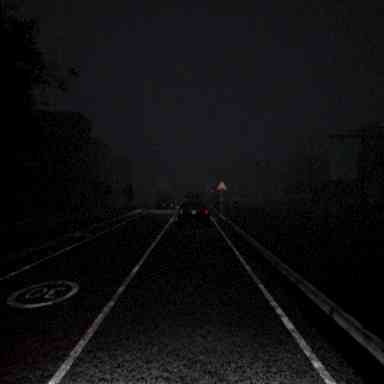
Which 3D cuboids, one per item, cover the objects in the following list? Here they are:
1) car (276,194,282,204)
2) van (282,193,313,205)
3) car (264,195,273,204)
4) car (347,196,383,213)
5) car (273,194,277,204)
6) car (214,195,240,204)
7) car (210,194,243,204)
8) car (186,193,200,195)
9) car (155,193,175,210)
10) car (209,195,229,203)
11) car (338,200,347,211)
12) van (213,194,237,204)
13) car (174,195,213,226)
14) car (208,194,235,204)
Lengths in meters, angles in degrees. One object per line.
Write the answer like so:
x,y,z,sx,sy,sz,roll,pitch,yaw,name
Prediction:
18.761,1.471,60.519,5.366,1.575,1.946,0,-1,0,car
18.479,1.208,57.727,4.442,1.987,1.878,0,-1,0,van
18.487,1.383,68.900,5.566,2.045,2.435,0,-2,-1,car
18.784,1.232,33.760,4.553,1.767,2.185,0,0,0,car
18.742,1.515,63.180,5.366,1.575,1.946,0,-1,0,car
6.334,1.354,61.204,4.553,1.767,2.185,0,-1,0,car
6.139,1.435,58.283,5.366,1.575,1.946,0,-1,0,car
0.127,1.101,40.298,2.150,2.045,5.566,0,-1,0,car
-3.315,1.107,41.665,2.150,2.045,5.566,0,0,0,car
6.190,1.706,76.381,4.553,1.767,2.185,0,-2,-1,car
18.716,1.390,36.931,4.674,1.452,2.002,0,0,0,car
6.397,1.310,64.243,4.442,1.987,1.878,0,-1,0,van
0.119,1.293,22.804,2.097,1.767,4.553,0,0,0,car
6.258,1.418,70.433,5.566,2.045,2.435,0,-1,-1,car
